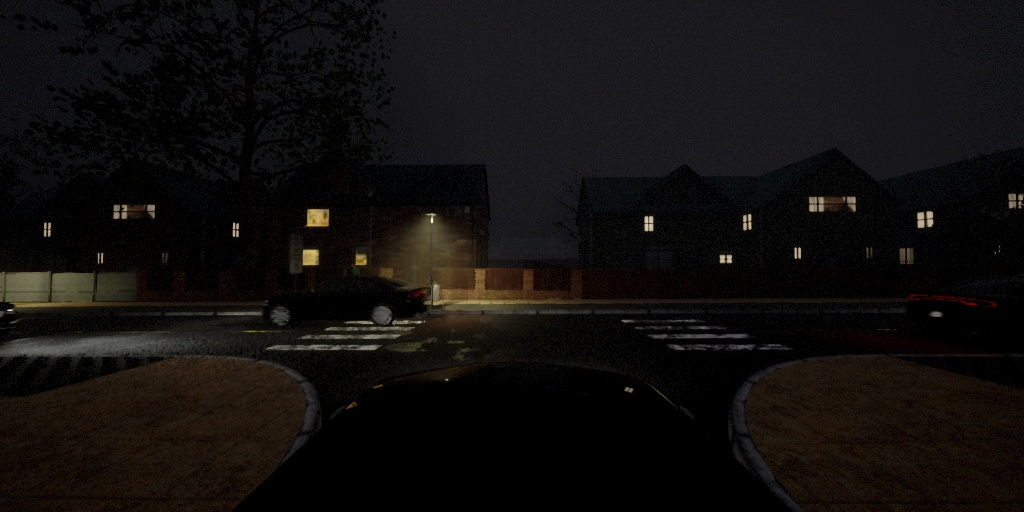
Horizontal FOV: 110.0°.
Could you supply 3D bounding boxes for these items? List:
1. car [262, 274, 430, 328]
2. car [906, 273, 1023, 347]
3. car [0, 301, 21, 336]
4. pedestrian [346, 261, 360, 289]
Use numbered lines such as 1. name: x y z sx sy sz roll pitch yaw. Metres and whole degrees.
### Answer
1. car: -5.192 1.362 11.459 5.008 1.535 1.882 -1 -1 2
2. car: 11.985 1.132 7.975 5.008 1.535 1.882 0 -1 2
3. car: -15.271 1.404 8.820 4.902 1.511 2.128 -1 -1 2
4. pedestrian: -6.451 1.113 14.418 0.375 1.860 0.375 0 -1 2
